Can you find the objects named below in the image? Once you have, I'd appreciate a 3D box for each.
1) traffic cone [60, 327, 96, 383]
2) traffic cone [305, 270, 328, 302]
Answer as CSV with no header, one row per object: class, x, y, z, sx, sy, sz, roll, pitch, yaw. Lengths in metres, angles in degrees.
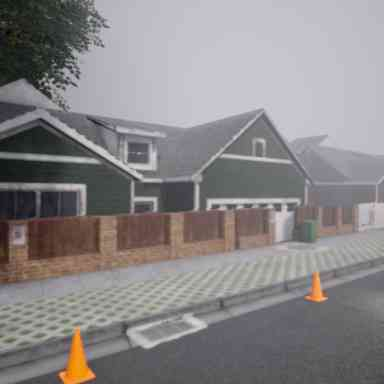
traffic cone,-1.401,1.956,4.065,0.340,0.580,0.340,0,0,-36
traffic cone,2.622,1.942,6.993,0.340,0.580,0.340,0,0,-36
